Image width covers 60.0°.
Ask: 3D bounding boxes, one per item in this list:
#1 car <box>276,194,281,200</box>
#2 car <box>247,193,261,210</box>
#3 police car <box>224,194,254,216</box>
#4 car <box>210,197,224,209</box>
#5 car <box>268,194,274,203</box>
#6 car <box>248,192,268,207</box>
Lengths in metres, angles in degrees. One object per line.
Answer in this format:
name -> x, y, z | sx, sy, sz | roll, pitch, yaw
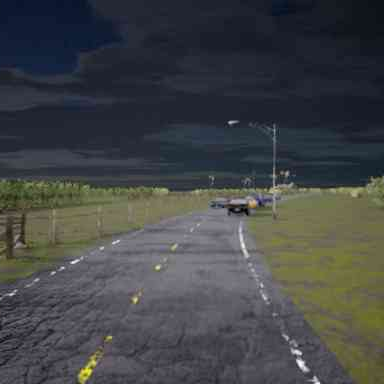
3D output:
car -> 18.997, 1.117, 75.472 | 1.994, 1.385, 4.181 | 0, 0, 21
car -> 7.125, 1.307, 41.287 | 1.801, 1.575, 5.366 | 0, 0, 17
police car -> 4.547, 1.320, 31.700 | 1.930, 1.638, 5.238 | 0, 0, 13
car -> 3.731, 1.386, 42.453 | 2.033, 1.411, 5.357 | 0, 0, 17
car -> 14.085, 1.106, 62.697 | 2.097, 1.767, 4.553 | 0, 0, 21
car -> 8.919, 1.051, 46.749 | 2.150, 2.045, 5.566 | 0, 0, 19
